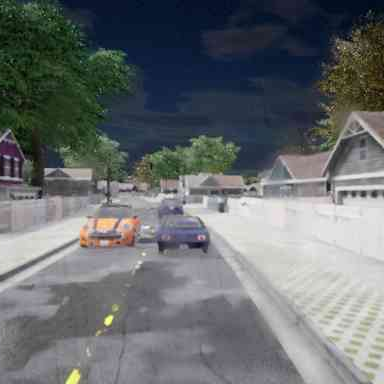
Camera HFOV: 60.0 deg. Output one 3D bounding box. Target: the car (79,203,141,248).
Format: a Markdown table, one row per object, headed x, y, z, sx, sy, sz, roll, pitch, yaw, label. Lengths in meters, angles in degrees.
| x | y | z | sx | sy | sz | roll | pitch | yaw | label |
| --- | --- | --- | --- | --- | --- | --- | --- | --- | --- |
| -3.447 | 1.343 | 14.721 | 2.097 | 1.767 | 4.553 | 0 | 0 | -4 | car |

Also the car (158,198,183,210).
| x | y | z | sx | sy | sz | roll | pitch | yaw | label |
| --- | --- | --- | --- | --- | --- | --- | --- | --- | --- |
| -1.934 | 1.336 | 29.357 | 2.097 | 1.767 | 4.553 | 0 | 0 | -7 | car |

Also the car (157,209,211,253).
| x | y | z | sx | sy | sz | roll | pitch | yaw | label |
| --- | --- | --- | --- | --- | --- | --- | --- | --- | --- |
| -0.407 | 1.590 | 13.583 | 1.895 | 1.301 | 4.718 | 0 | 0 | -3 | car |
